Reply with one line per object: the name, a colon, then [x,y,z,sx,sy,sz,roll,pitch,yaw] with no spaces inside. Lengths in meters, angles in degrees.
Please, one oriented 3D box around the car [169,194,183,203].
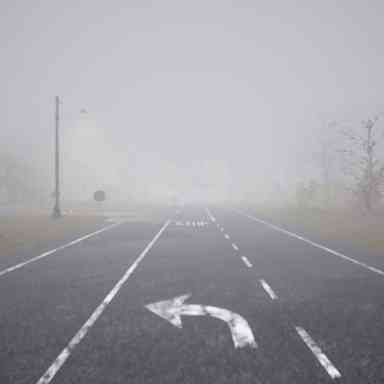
car: [-3.407,1.242,67.240,2.097,1.767,4.553,0,0,0]
